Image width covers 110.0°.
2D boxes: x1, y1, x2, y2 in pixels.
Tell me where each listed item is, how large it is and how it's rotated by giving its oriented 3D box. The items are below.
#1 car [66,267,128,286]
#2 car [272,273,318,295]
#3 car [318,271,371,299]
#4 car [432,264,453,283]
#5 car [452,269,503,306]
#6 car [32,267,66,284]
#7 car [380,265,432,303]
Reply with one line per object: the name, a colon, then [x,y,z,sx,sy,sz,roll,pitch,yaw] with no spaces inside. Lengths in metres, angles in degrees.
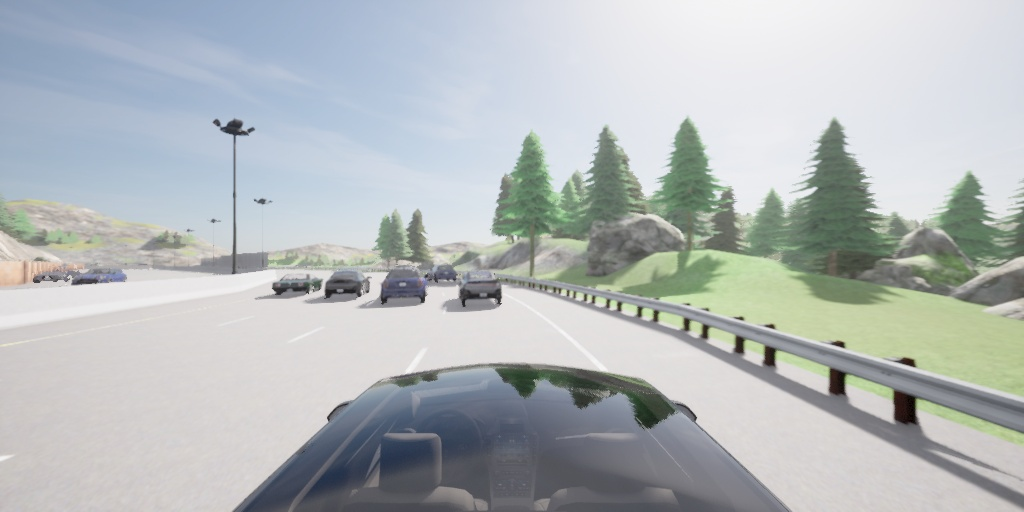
car: [-36.079,1.848,31.527,2.097,1.767,4.553,0,-1,-28]
car: [-13.686,1.770,23.261,1.895,1.301,4.718,0,-1,-16]
car: [-9.550,1.605,21.066,1.837,1.490,4.892,0,-1,-14]
car: [-6.855,1.612,35.067,2.097,1.767,4.553,0,-1,-22]
car: [-1.651,1.468,17.516,2.128,1.511,4.902,0,-1,-11]
car: [-40.278,1.711,31.992,1.994,1.385,4.181,0,-1,-32]
car: [-5.483,1.382,18.791,2.097,1.767,4.553,0,-1,-11]
